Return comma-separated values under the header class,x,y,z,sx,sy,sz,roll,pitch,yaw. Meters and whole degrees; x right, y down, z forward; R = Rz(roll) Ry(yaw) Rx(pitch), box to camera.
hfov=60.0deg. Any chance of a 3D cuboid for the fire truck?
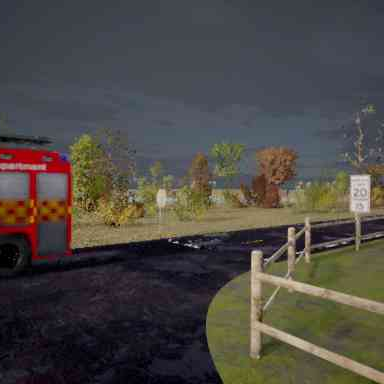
class,x,y,z,sx,sy,sz,roll,pitch,yaw
fire truck,-7.521,0.330,8.094,8.468,3.827,2.891,0,0,-40
